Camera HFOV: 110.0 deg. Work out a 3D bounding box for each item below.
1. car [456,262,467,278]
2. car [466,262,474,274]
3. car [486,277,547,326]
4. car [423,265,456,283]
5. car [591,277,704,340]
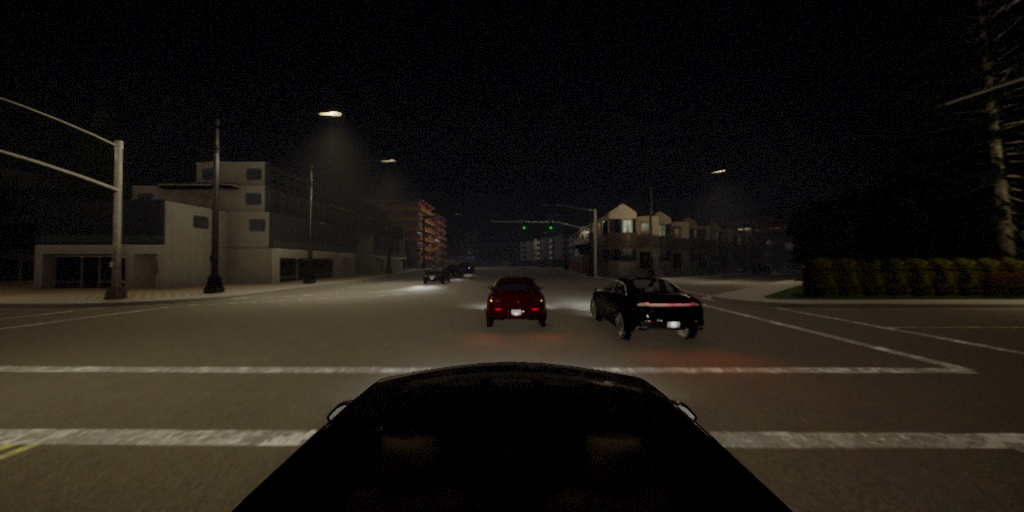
[{"bbox_3d":[-6.968,1.856,43.264,1.837,1.490,4.892,0,0,0],"label":"car"},{"bbox_3d":[-6.891,1.691,53.217,2.097,1.767,4.553,0,0,1],"label":"car"},{"bbox_3d":[0.137,1.431,12.298,1.812,1.442,4.674,0,-1,0],"label":"car"},{"bbox_3d":[-7.006,1.749,33.926,2.128,1.511,4.902,0,-1,0],"label":"car"},{"bbox_3d":[3.626,1.362,10.449,2.128,1.511,4.902,0,-1,0],"label":"car"}]
